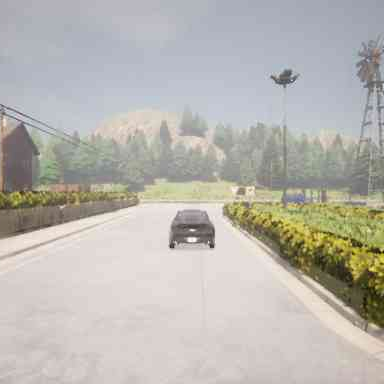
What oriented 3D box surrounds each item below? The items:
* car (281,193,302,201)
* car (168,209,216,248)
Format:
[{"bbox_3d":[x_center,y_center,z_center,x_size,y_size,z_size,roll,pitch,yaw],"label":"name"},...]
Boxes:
[{"bbox_3d":[18.709,1.256,59.452,5.566,2.045,2.150,0,0,0],"label":"car"},{"bbox_3d":[0.000,1.513,14.650,1.837,1.490,4.892,0,0,0],"label":"car"}]
